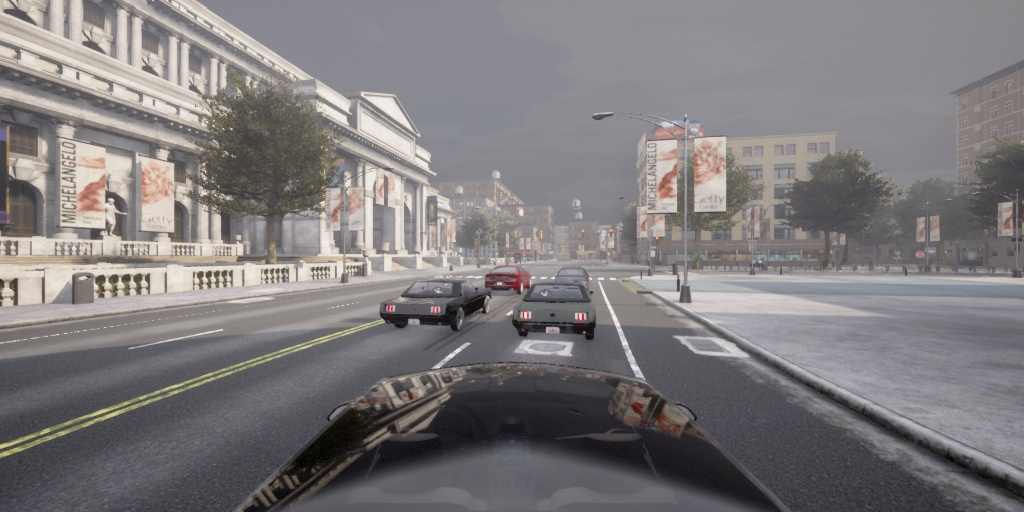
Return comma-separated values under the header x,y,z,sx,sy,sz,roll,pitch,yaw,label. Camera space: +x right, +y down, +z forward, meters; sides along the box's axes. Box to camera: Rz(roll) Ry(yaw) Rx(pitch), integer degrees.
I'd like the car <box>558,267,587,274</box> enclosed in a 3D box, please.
x,y,z,sx,sy,sz,roll,pitch,yaw,label
3.279,1.297,19.436,2.033,1.411,5.357,0,0,12,car

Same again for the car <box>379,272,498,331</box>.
x,y,z,sx,sy,sz,roll,pitch,yaw,label
-2.009,1.351,11.102,1.895,1.301,4.718,0,0,11,car

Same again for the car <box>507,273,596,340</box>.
x,y,z,sx,sy,sz,roll,pitch,yaw,label
1.335,1.351,10.088,1.895,1.301,4.718,0,0,11,car

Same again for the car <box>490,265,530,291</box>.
x,y,z,sx,sy,sz,roll,pitch,yaw,label
-0.114,1.228,20.251,1.882,1.535,5.008,0,0,12,car
